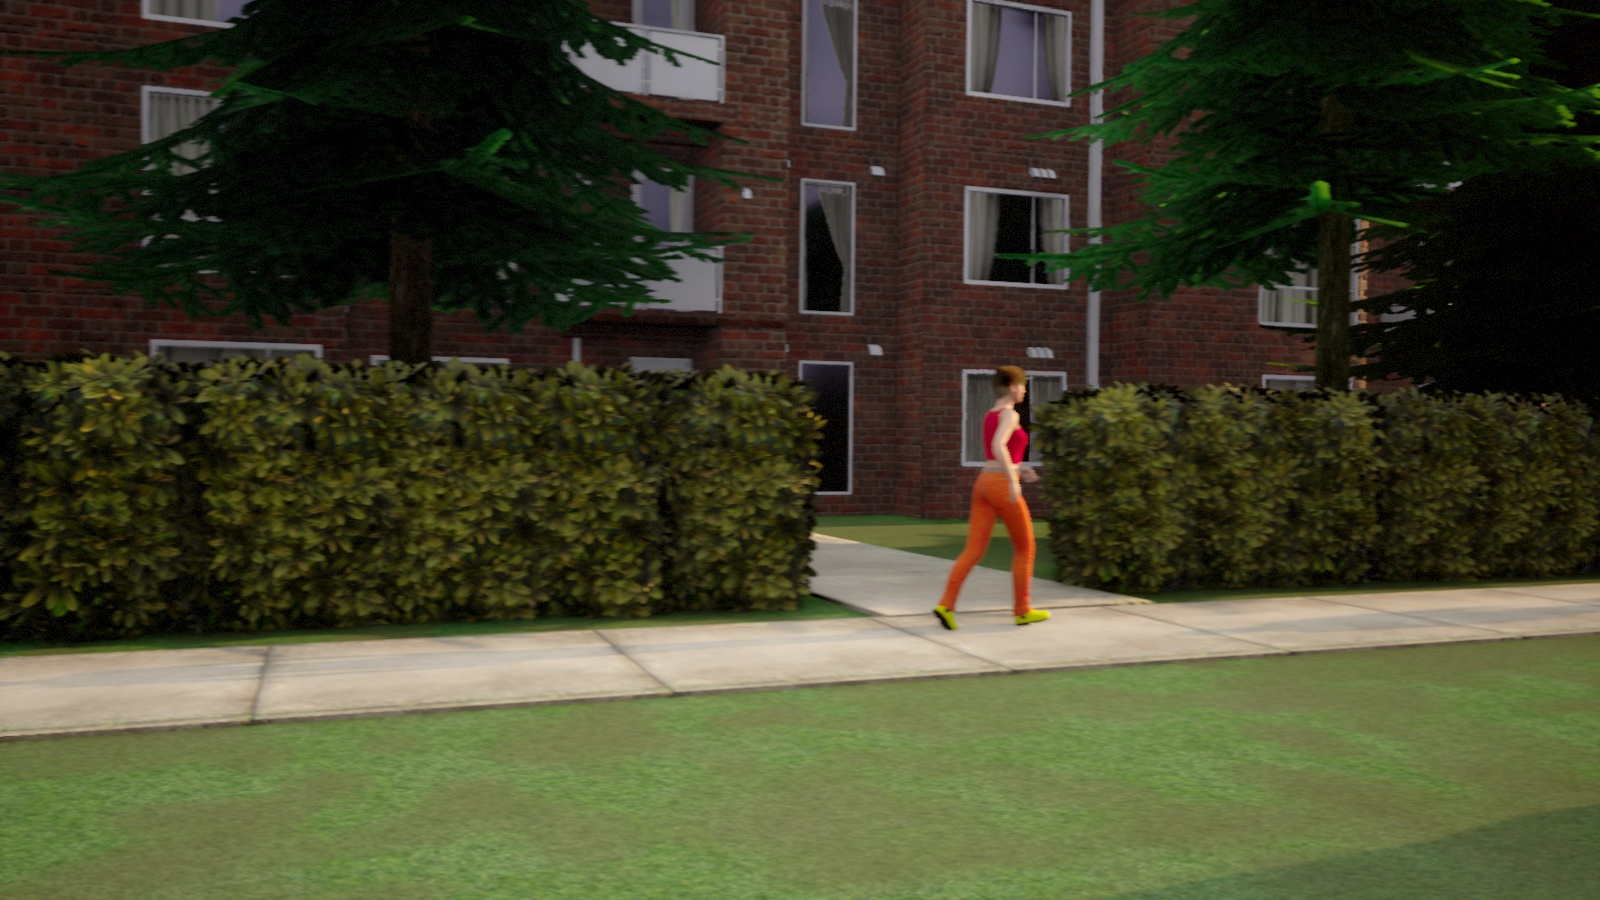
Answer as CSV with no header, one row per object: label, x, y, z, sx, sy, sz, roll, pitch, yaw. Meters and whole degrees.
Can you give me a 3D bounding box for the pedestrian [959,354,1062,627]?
pedestrian,1.460,0.269,8.713,0.594,1.836,0.345,-1,1,-23
